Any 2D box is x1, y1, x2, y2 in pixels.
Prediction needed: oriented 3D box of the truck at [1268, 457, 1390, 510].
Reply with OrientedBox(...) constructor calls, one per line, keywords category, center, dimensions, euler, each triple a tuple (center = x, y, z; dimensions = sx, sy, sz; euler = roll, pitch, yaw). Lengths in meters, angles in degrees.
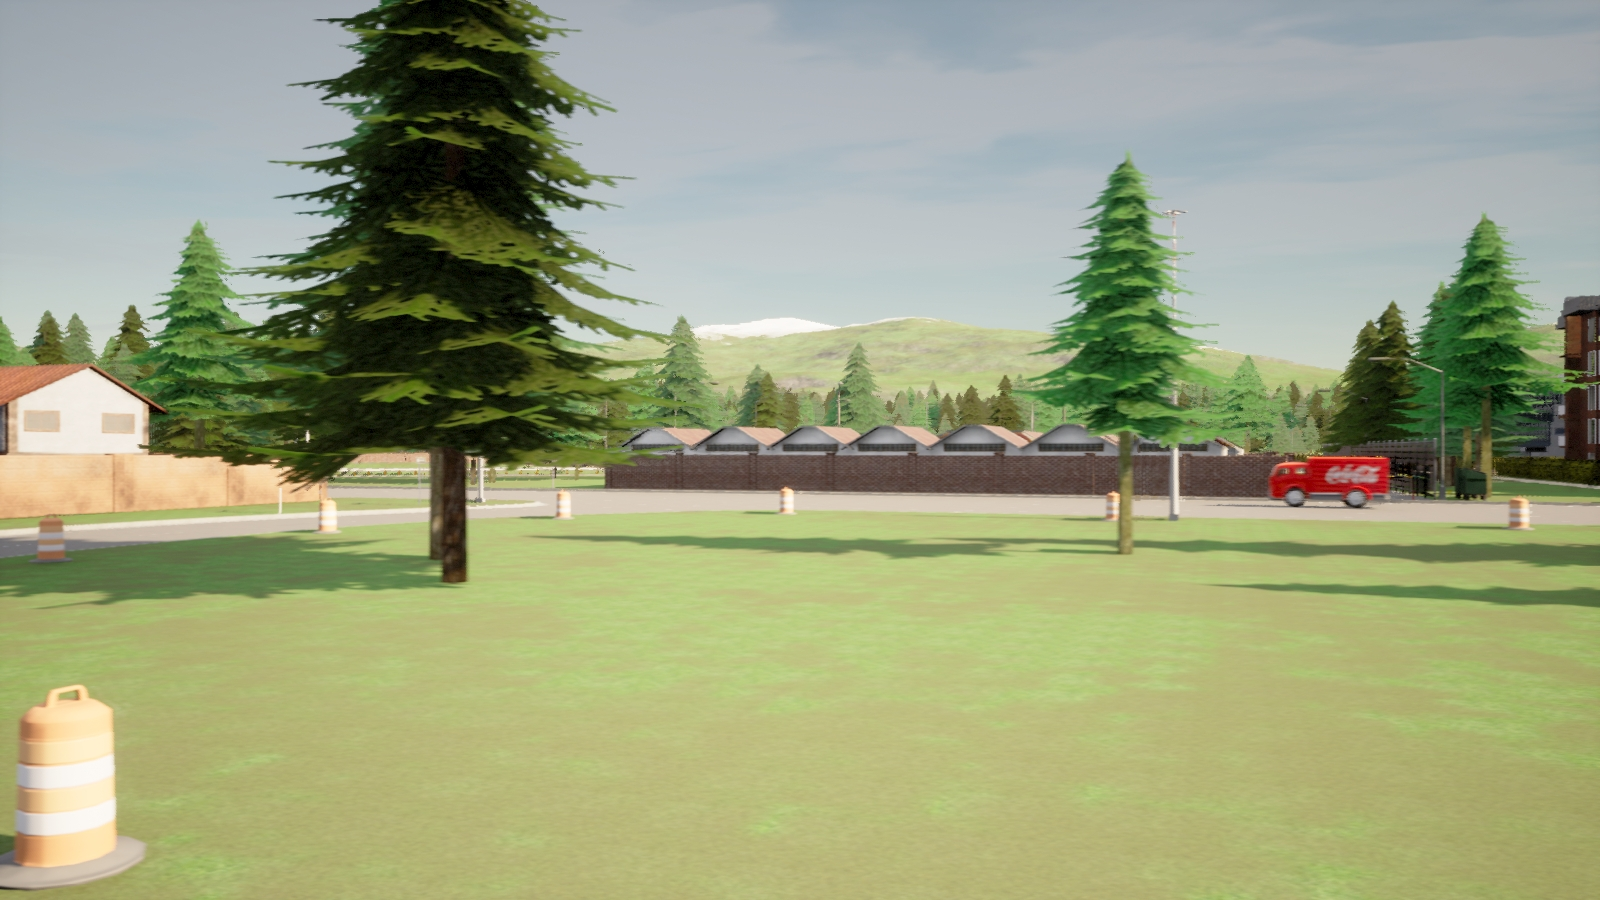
OrientedBox(category="truck", center=(25.713, 1.568, 55.790), dimensions=(5.204, 2.467, 2.627), euler=(0, 0, 20))
